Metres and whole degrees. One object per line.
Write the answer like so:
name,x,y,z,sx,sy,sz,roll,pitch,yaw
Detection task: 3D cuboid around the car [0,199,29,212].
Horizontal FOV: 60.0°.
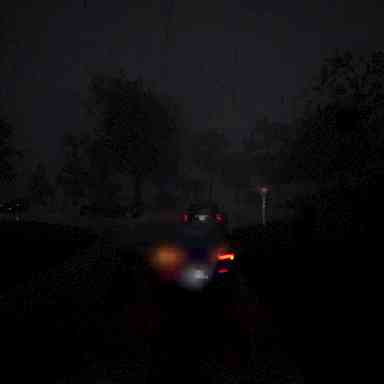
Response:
car,-19.218,1.439,36.167,1.895,1.301,4.718,0,0,-15

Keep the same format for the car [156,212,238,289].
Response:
car,0.128,1.486,8.917,1.812,1.442,4.674,0,0,0

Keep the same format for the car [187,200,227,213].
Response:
car,0.769,1.272,17.879,2.097,1.767,4.553,0,0,8

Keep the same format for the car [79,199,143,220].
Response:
car,-6.390,1.359,26.523,5.008,1.535,1.882,0,0,6
